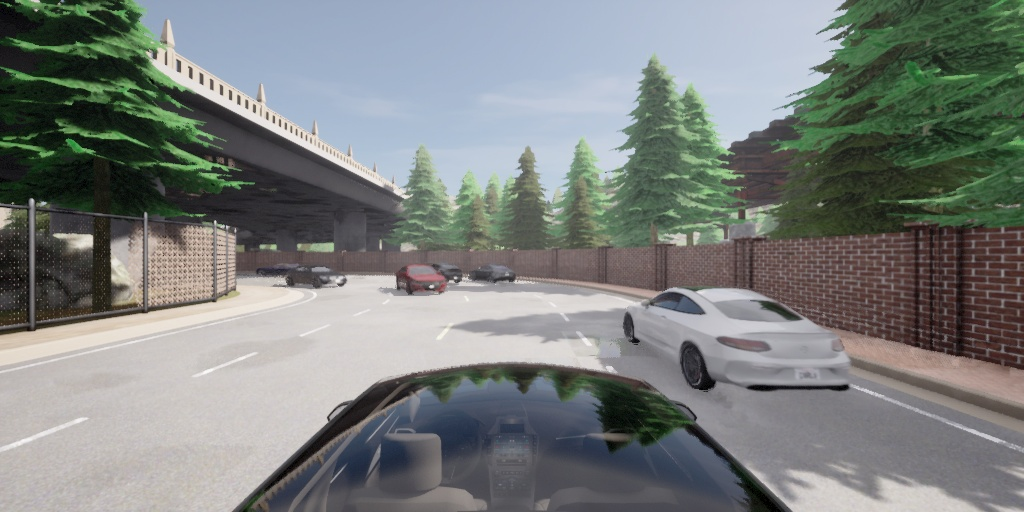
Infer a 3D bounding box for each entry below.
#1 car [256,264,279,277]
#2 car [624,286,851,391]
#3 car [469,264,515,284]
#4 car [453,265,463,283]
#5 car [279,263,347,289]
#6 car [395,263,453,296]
[{"bbox_3d":[-21.744,1.351,34.059,4.718,1.301,1.895,0,0,12],"label":"car"},{"bbox_3d":[3.583,1.276,6.671,1.812,1.442,4.674,0,0,0],"label":"car"},{"bbox_3d":[-1.583,1.314,27.558,1.994,1.385,4.181,0,0,-37],"label":"car"},{"bbox_3d":[-5.558,1.255,26.589,1.837,1.490,4.892,2,-1,-42],"label":"car"},{"bbox_3d":[-12.682,1.276,23.136,4.674,1.442,1.812,0,0,30],"label":"car"},{"bbox_3d":[-5.125,1.228,19.826,1.882,1.535,5.008,1,0,-28],"label":"car"}]
